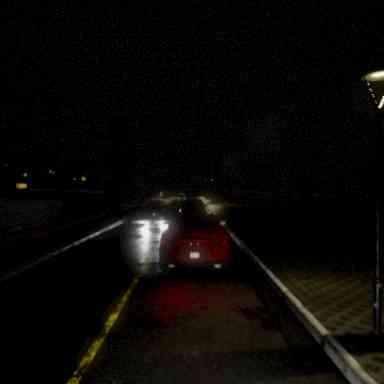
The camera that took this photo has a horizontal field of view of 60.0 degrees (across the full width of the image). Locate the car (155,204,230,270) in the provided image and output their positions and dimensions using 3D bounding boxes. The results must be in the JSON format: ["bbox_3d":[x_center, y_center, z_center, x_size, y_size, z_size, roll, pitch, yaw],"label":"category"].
[{"bbox_3d":[0.079,1.387,10.675,1.882,1.535,5.008,0,1,0],"label":"car"}]

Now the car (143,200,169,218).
[{"bbox_3d":[-2.835,1.372,27.220,1.895,1.301,4.718,0,0,0],"label":"car"}]

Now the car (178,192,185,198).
[{"bbox_3d":[-2.757,0.768,89.923,1.812,1.442,4.674,0,0,0],"label":"car"}]

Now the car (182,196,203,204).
[{"bbox_3d":[0.071,1.302,24.132,1.837,1.490,4.892,0,1,0],"label":"car"}]
